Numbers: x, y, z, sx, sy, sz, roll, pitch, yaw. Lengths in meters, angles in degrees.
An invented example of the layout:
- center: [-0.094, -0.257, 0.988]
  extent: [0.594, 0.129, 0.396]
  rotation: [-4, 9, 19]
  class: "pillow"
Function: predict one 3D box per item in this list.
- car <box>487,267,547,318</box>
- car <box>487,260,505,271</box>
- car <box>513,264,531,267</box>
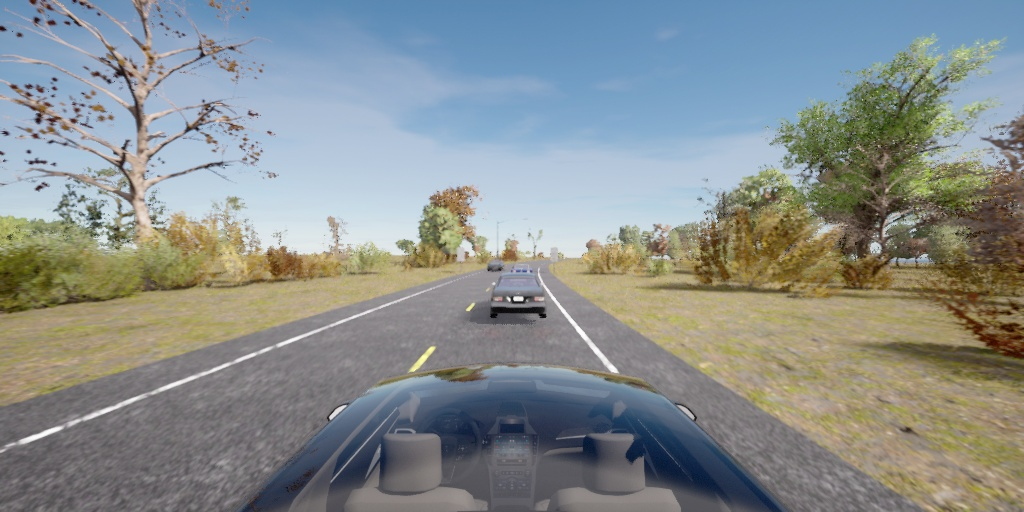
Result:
- center: [0.224, 1.298, 12.983]
  extent: [2.033, 1.411, 5.357]
  rotation: [0, 0, 1]
  class: "car"
- center: [-1.999, 1.223, 45.183]
  extent: [1.882, 1.535, 5.008]
  rotation: [0, 0, 4]
  class: "car"
- center: [0.905, 1.350, 32.205]
  extent: [1.895, 1.301, 4.718]
  rotation: [0, 0, 3]
  class: "car"
